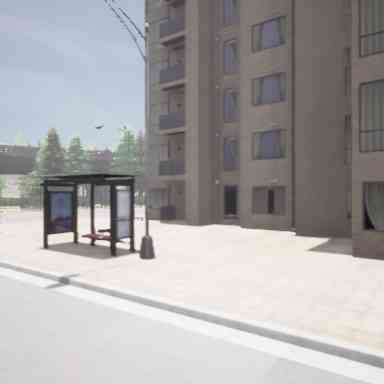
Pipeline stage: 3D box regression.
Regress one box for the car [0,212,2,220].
[{"bbox_3d":[-15.321,1.513,22.326,1.812,1.442,4.674,-1,0,28],"label":"car"}]
